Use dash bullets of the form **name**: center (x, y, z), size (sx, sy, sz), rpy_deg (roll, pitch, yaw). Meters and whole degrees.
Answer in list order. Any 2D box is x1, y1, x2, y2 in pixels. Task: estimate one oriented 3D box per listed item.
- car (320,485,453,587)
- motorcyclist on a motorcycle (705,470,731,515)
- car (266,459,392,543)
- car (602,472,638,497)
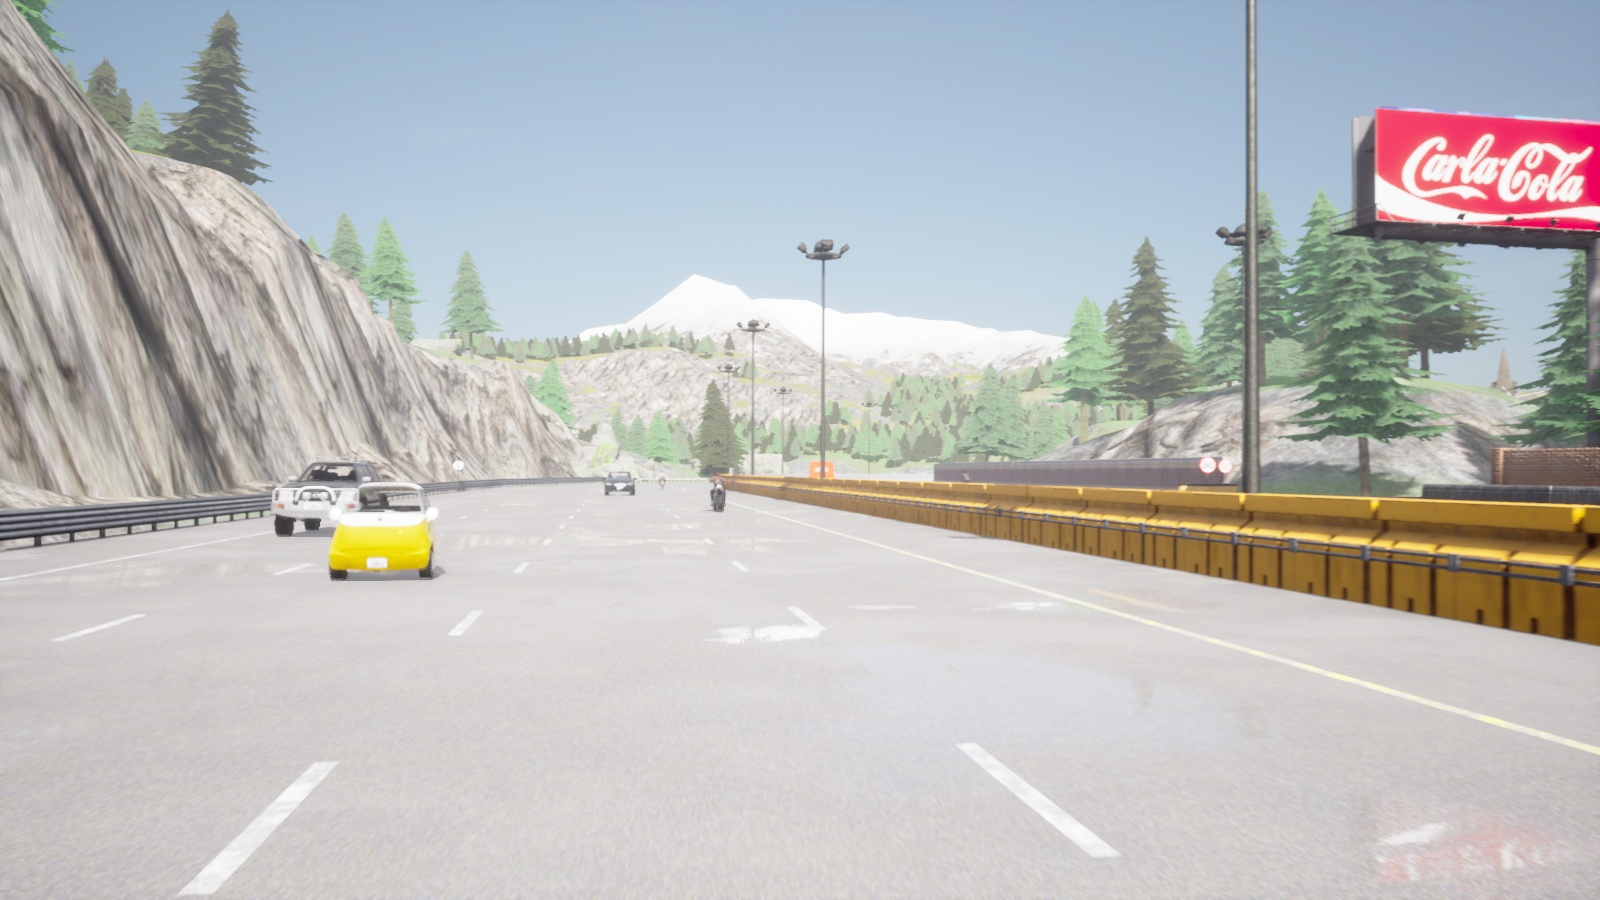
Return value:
- **car**: center (-5.951, 1.199, 18.270), size (1.481, 1.376, 2.207), rpy_deg (0, -1, -8)
- **motorcyclist on a motorcycle**: center (-3.080, 1.565, 47.110), size (0.766, 1.649, 2.350), rpy_deg (0, -1, -8)
- **car**: center (-11.183, 1.181, 30.133), size (1.932, 1.855, 4.605), rpy_deg (0, -1, -9)
- **car**: center (-11.142, 2.110, 77.446), size (2.128, 1.511, 4.902), rpy_deg (0, -1, -9)
